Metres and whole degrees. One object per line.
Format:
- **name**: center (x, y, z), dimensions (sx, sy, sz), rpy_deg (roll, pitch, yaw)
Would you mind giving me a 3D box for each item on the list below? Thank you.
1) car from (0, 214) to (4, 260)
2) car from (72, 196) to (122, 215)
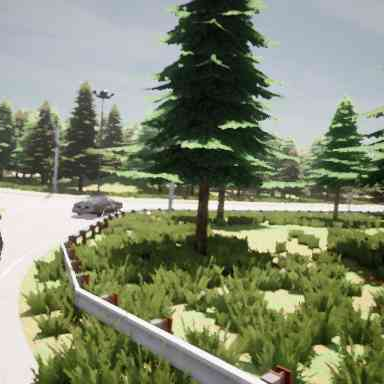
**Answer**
- **car**: center (-6.162, 1.142, 8.164), dimensions (2.150, 2.045, 5.566), rpy_deg (3, 0, -23)
- **car**: center (-7.058, 0.991, 25.362), dimensions (2.033, 1.411, 5.357), rpy_deg (4, 3, 10)
